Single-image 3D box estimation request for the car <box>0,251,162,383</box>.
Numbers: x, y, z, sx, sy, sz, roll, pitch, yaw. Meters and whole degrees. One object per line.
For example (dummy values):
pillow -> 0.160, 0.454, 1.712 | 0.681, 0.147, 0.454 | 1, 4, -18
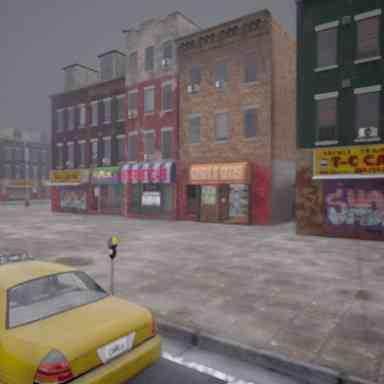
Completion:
car -> -2.637, 1.527, 4.673 | 4.829, 1.417, 1.752 | 0, 0, 35
